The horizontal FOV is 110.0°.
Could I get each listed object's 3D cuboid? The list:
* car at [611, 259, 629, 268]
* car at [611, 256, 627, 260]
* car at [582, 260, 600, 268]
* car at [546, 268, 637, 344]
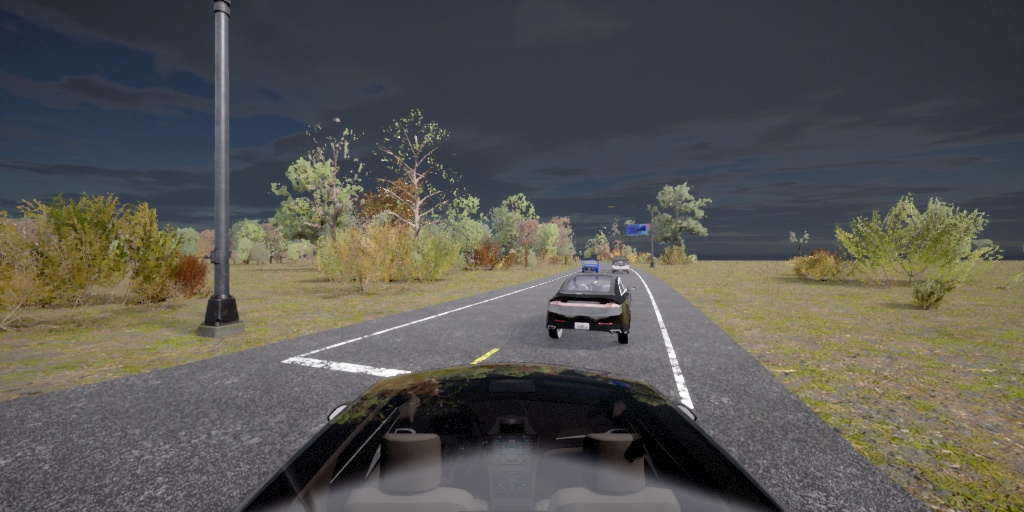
[{"bbox_3d":[12.903,1.365,42.472,1.895,1.301,4.718,0,0,18],"label":"car"},{"bbox_3d":[15.084,1.002,50.100,2.150,2.045,5.566,0,0,16],"label":"car"},{"bbox_3d":[9.776,1.244,44.305,1.882,1.535,5.008,0,0,16],"label":"car"},{"bbox_3d":[2.263,1.242,9.741,2.128,1.511,4.902,0,0,20],"label":"car"}]
